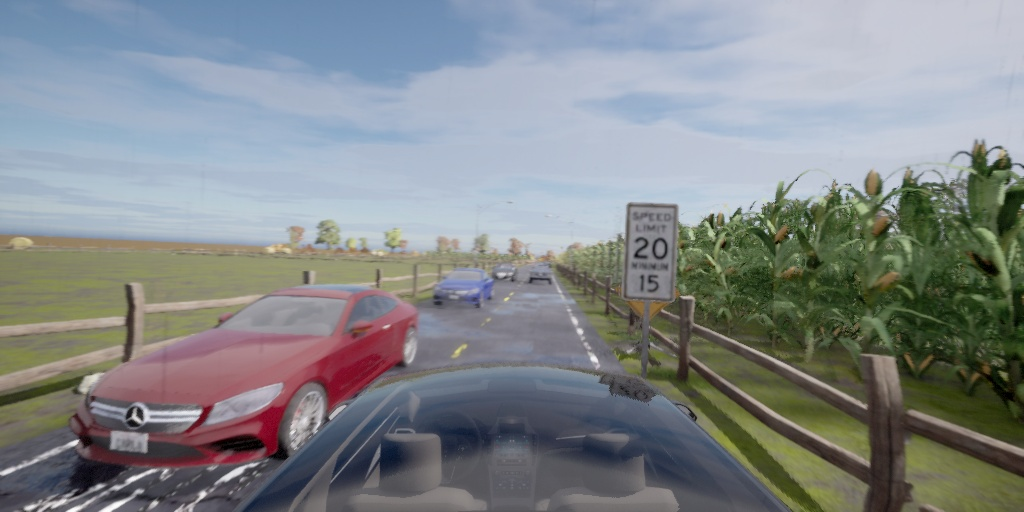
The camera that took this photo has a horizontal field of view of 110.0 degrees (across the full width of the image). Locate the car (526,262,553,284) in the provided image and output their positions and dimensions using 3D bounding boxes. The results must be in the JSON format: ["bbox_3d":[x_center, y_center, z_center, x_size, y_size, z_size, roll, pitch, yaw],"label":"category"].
[{"bbox_3d":[2.426,1.520,30.253,2.033,1.411,5.357,3,0,5],"label":"car"}]

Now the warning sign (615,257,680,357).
[{"bbox_3d":[2.762,1.017,7.522,1.300,1.860,1.060,0,0,5],"label":"warning sign"}]

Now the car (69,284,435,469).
[{"bbox_3d":[-2.714,1.158,5.022,1.812,1.442,4.674,3,0,4],"label":"car"}]

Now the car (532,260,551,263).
[{"bbox_3d":[4.367,1.645,52.376,2.128,1.511,4.902,3,0,5],"label":"car"}]

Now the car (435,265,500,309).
[{"bbox_3d":[-1.862,1.237,15.113,1.812,1.442,4.674,3,0,5],"label":"car"}]

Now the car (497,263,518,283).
[{"bbox_3d":[-0.574,1.317,29.547,2.128,1.511,4.902,3,0,5],"label":"car"}]
